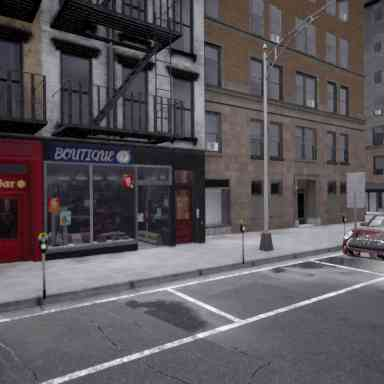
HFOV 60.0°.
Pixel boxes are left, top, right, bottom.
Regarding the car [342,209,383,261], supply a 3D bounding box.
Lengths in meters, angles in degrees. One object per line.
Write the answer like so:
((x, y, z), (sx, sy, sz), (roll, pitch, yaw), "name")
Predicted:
((7.036, 1.442, 11.586), (4.097, 1.590, 1.967), (0, -1, -36), "car")

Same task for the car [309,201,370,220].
((13.916, 1.665, 31.696), (1.882, 1.535, 5.008), (-1, 0, -37), "car")
